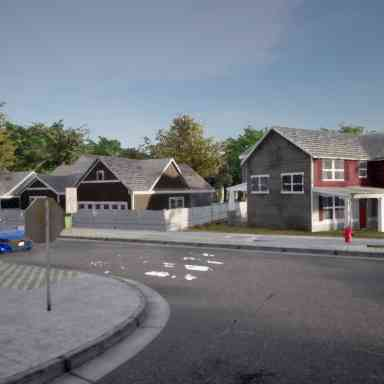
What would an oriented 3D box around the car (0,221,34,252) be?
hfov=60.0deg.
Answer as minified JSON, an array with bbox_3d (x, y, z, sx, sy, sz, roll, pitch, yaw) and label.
[{"bbox_3d":[-9.890,2.148,16.318,5.008,1.535,1.882,-2,0,30],"label":"car"}]
